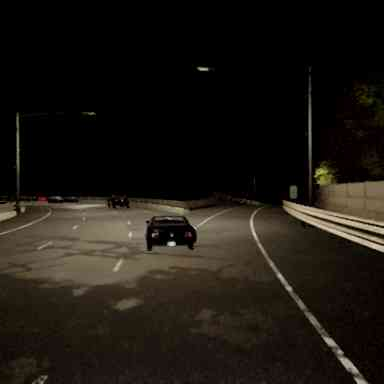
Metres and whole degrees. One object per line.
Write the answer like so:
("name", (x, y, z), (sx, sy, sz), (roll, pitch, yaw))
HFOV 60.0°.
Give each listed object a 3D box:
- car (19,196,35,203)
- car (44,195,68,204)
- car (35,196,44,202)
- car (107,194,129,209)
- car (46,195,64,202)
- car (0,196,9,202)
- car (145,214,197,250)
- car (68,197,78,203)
("car", (-37.541, 1.728, 74.050), (4.902, 1.511, 2.128), (0, 0, 43))
("car", (-28.251, 1.674, 68.877), (2.128, 1.511, 4.902), (0, 0, -41))
("car", (-35.201, 1.575, 76.667), (4.181, 1.385, 1.994), (0, 0, 43))
("car", (-10.356, 1.280, 46.479), (2.150, 2.045, 5.566), (0, 0, -25))
("car", (-32.687, 1.534, 79.101), (4.902, 1.511, 2.128), (0, 0, 43))
("car", (-47.430, 1.780, 82.958), (4.902, 1.511, 2.128), (0, 0, 38))
("car", (-1.057, 1.608, 14.388), (1.895, 1.301, 4.718), (0, 0, -8))
("car", (-26.158, 1.686, 71.816), (1.994, 1.385, 4.181), (0, 0, -41))
